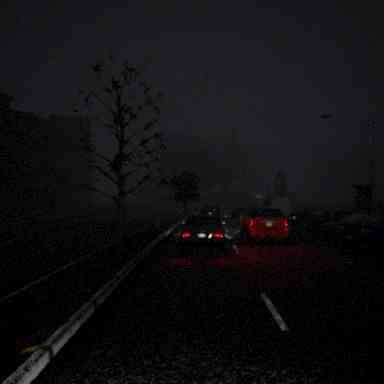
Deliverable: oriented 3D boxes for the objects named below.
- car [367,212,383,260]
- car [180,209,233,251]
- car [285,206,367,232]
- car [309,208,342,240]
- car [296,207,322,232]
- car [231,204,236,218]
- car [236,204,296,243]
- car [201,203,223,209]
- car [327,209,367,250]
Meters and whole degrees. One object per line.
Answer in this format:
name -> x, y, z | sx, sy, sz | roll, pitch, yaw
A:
car -> 8.280, 1.470, 10.470 | 4.553, 1.767, 2.185 | 1, 0, -17
car -> 0.504, 1.684, 14.766 | 2.033, 1.411, 5.357 | 0, -1, 3
car -> 8.914, 1.769, 22.267 | 4.792, 1.488, 2.163 | 1, -1, -15
car -> 8.513, 1.704, 16.357 | 4.674, 1.452, 2.002 | 1, 0, -16
car -> 8.677, 1.701, 19.311 | 4.892, 1.521, 2.231 | 1, -1, -16
car -> 5.057, 1.918, 34.135 | 1.812, 1.442, 4.674 | 0, -1, 6
car -> 3.666, 1.531, 17.422 | 2.097, 1.767, 4.553 | 0, -1, 3
car -> 1.984, 1.863, 33.597 | 1.837, 1.490, 4.892 | 0, -1, 6
car -> 8.360, 1.628, 13.411 | 5.008, 1.535, 2.097 | 1, -1, -17
